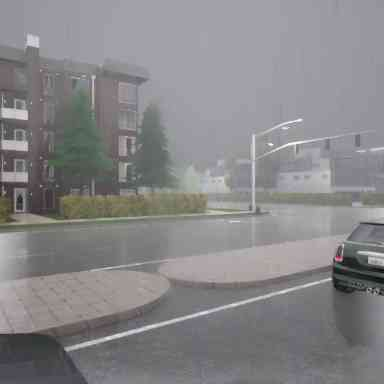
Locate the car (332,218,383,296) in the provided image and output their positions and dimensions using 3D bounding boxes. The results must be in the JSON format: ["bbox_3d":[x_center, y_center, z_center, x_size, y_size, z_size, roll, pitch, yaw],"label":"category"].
[{"bbox_3d":[5.272,1.352,7.629,4.553,1.767,2.097,0,0,-35],"label":"car"}]

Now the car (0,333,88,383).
[{"bbox_3d":[-3.164,1.547,1.492,5.357,1.411,2.033,0,0,-35],"label":"car"}]
